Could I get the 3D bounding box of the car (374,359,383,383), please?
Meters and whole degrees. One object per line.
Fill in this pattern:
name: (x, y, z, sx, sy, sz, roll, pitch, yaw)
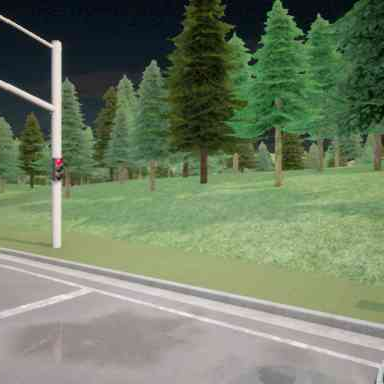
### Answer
car: (3.388, 1.352, 1.571, 4.553, 1.767, 2.097, 0, 0, 36)
